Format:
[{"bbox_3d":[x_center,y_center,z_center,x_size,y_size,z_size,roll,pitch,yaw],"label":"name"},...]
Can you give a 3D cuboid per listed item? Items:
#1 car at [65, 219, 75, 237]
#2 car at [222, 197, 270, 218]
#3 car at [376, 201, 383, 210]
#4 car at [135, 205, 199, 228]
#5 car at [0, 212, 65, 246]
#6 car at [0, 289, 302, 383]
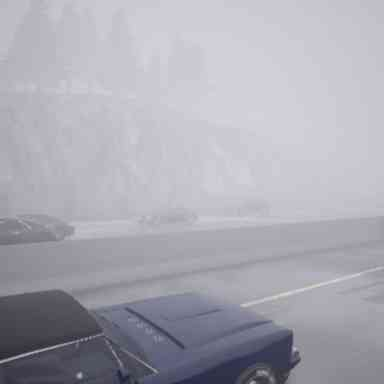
[{"bbox_3d":[-7.916,1.694,15.541,4.674,1.442,1.812,0,-1,-36],"label":"car"},{"bbox_3d":[5.616,1.566,34.054,5.566,2.045,2.150,1,-1,-36],"label":"car"},{"bbox_3d":[30.990,1.978,52.441,5.008,1.535,1.882,-1,0,-36],"label":"car"},{"bbox_3d":[-1.765,1.743,24.345,4.902,1.511,2.128,0,-1,-36],"label":"car"},{"bbox_3d":[-7.339,1.634,11.643,4.892,1.490,1.837,1,-1,-36],"label":"car"},{"bbox_3d":[-1.172,1.635,2.983,4.718,1.301,1.895,0,-1,-35],"label":"car"}]
